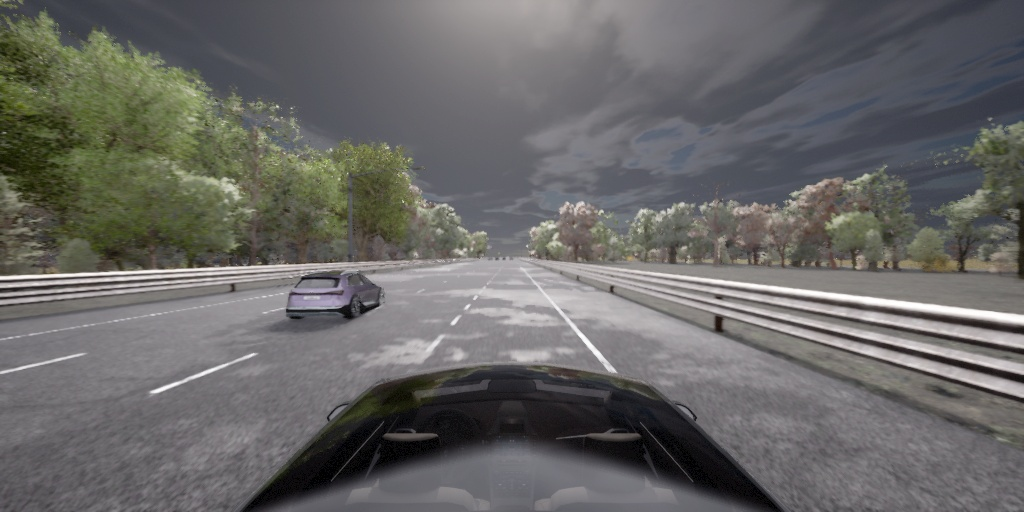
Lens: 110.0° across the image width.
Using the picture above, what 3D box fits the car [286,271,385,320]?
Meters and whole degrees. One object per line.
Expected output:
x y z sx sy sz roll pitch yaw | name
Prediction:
-6.030 1.324 12.748 2.033 1.649 4.856 0 -1 -5 | car
